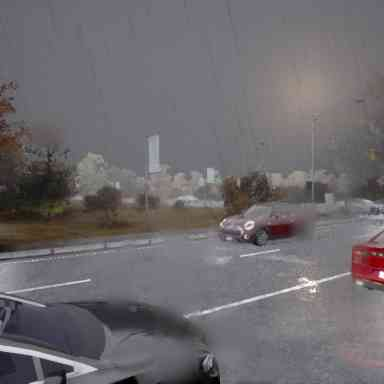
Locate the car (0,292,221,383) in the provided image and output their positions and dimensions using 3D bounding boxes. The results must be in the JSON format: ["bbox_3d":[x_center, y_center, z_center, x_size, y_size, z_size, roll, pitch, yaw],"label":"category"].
[{"bbox_3d":[-1.961,1.492,2.332,4.902,1.511,2.128,0,0,-35],"label":"car"}]

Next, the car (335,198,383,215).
[{"bbox_3d":[15.876,1.308,31.170,1.812,1.442,4.674,-1,0,-39],"label":"car"}]

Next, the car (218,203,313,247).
[{"bbox_3d":[3.352,1.304,14.946,4.553,1.767,2.097,-1,0,-35],"label":"car"}]

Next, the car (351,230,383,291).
[{"bbox_3d":[5.757,1.445,7.845,5.008,1.535,1.882,0,0,-35],"label":"car"}]

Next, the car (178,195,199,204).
[{"bbox_3d":[-0.720,1.292,57.507,1.812,1.442,4.674,-1,0,-38],"label":"car"}]
